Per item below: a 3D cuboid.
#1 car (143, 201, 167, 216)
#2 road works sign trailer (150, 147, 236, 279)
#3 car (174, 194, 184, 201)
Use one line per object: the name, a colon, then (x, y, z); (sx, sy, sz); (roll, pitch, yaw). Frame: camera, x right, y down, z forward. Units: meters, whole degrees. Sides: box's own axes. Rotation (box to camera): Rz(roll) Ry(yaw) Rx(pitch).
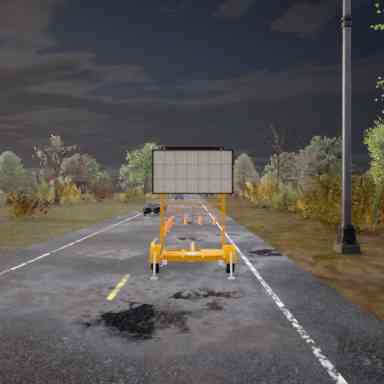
car: (-3.530, 1.586, 31.944); (1.895, 1.301, 4.718); (0, 0, 0)
road works sign trailer: (0.023, 0.464, 9.989); (2.380, 3.560, 2.880); (0, 0, 0)
car: (-3.313, 1.119, 84.799); (2.150, 2.045, 5.566); (0, 0, 0)
